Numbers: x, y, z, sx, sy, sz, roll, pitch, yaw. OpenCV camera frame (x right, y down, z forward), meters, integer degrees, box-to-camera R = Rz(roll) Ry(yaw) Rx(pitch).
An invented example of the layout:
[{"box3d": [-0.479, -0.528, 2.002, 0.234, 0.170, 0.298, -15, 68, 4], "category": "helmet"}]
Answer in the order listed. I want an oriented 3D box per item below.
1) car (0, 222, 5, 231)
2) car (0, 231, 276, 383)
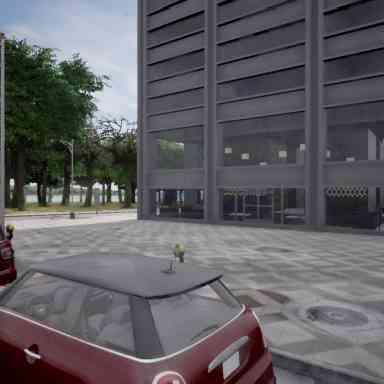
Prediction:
[{"box3d": [-5.686, 1.315, 7.010, 5.009, 1.841, 2.192, 0, 0, 35], "category": "car"}, {"box3d": [-1.257, 1.440, 3.855, 4.097, 1.590, 1.967, 0, 0, 35], "category": "car"}]
